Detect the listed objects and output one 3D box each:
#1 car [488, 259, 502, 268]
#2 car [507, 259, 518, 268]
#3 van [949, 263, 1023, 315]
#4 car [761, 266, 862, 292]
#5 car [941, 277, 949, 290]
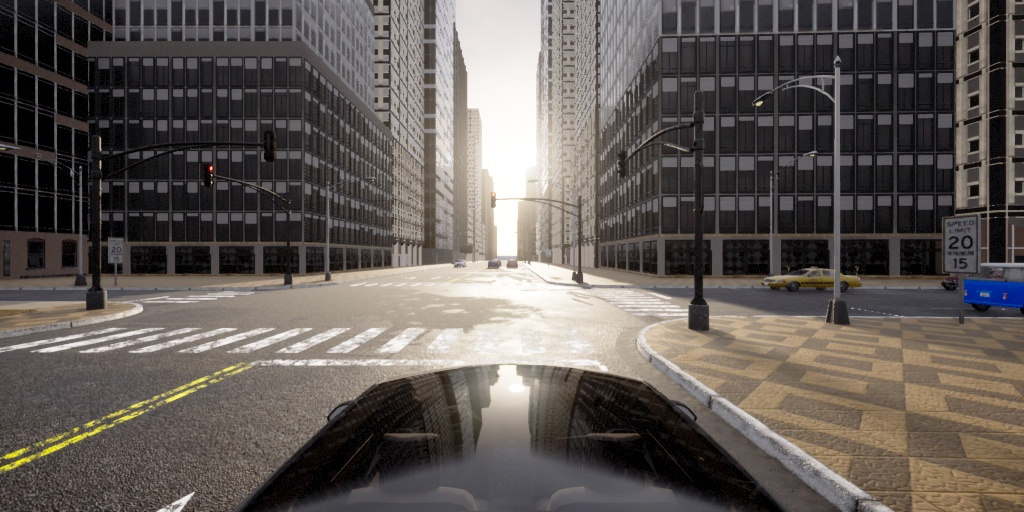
[{"bbox_3d":[-3.206,1.335,62.817,1.882,1.535,5.008,0,0,0],"label":"car"},{"bbox_3d":[0.045,1.425,63.647,1.994,1.385,4.181,0,0,0],"label":"car"},{"bbox_3d":[18.366,1.119,12.462,3.998,1.789,1.690,0,0,2],"label":"van"},{"bbox_3d":[17.101,1.293,20.635,4.829,1.417,1.751,0,0,2],"label":"car"},{"bbox_3d":[26.935,1.356,20.143,4.207,1.307,1.802,0,0,2],"label":"car"}]
